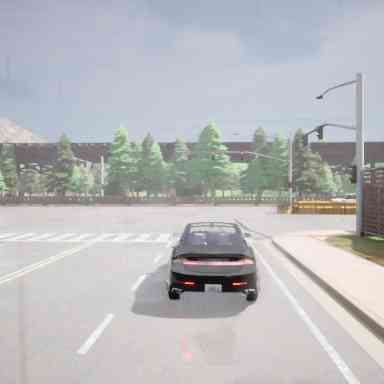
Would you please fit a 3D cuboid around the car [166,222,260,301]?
[{"bbox_3d":[0.503,1.492,8.331,2.128,1.511,4.902,0,0,3],"label":"car"}]

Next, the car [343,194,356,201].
[{"bbox_3d":[19.800,1.222,41.304,5.566,2.045,2.150,0,0,2],"label":"car"}]

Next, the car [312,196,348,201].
[{"bbox_3d":[14.520,1.491,37.917,4.902,1.511,2.128,0,0,1],"label":"car"}]
